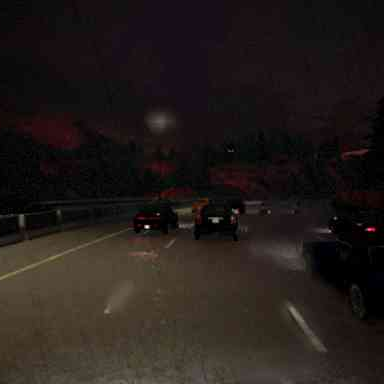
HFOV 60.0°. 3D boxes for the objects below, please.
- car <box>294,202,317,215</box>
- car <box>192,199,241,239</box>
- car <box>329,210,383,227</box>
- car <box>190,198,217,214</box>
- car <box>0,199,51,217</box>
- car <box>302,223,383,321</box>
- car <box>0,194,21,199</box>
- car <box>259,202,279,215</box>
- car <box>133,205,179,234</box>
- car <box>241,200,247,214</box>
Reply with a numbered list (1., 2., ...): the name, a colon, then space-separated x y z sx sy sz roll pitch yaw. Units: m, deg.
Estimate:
1. car: 11.569 1.638 34.215 1.895 1.301 4.718 0 0 14
2. car: 1.357 1.363 17.495 2.097 1.767 4.553 0 0 7
3. car: 8.153 1.570 15.882 2.033 1.411 5.357 0 0 7
4. car: 1.349 1.498 36.480 1.882 1.535 5.008 0 0 14
5. car: -12.080 1.482 23.872 2.128 1.511 4.902 0 0 9
6. car: 3.889 1.611 7.209 1.895 1.301 4.718 0 0 3
7. car: -15.394 1.207 25.536 2.150 2.045 5.566 0 0 9
8. car: 7.903 1.632 33.971 1.895 1.301 4.718 0 0 13
9. car: -1.957 1.511 19.218 1.837 1.490 4.892 0 0 7
10. car: 4.652 1.531 35.271 1.837 1.490 4.892 0 0 14
